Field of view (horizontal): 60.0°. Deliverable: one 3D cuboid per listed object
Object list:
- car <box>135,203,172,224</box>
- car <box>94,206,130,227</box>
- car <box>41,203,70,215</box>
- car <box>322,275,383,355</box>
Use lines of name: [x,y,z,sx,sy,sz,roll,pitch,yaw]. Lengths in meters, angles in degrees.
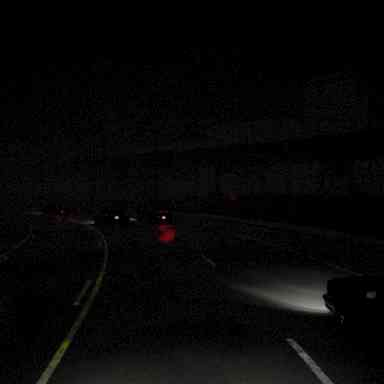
car: [-3.138,1.655,26.745,1.837,1.490,4.892,0,0,-26]
car: [-6.024,1.750,24.646,1.994,1.385,4.181,-1,0,-25]
car: [-16.287,1.995,39.449,1.895,1.301,4.718,-1,0,-43]
car: [3.332,1.541,3.378,2.033,1.411,5.357,0,0,-4]
